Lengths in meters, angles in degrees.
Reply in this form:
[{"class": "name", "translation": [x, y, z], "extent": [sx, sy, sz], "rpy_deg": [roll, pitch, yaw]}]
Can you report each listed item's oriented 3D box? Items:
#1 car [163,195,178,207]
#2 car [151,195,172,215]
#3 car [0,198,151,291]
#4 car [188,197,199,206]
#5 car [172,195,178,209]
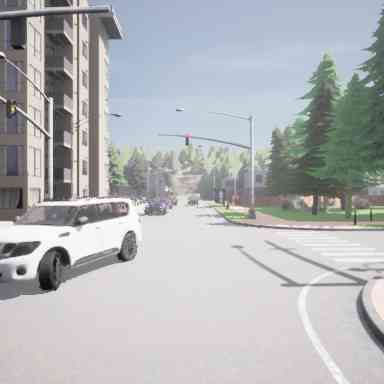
[{"class": "car", "translation": [-3.347, 1.350, 53.395], "extent": [2.097, 1.767, 4.553], "rpy_deg": [0, 0, 1]}, {"class": "car", "translation": [-3.455, 1.351, 33.300], "extent": [2.097, 1.767, 4.553], "rpy_deg": [0, 0, 0]}, {"class": "car", "translation": [-3.524, 1.224, 9.586], "extent": [2.150, 2.045, 5.566], "rpy_deg": [-2, 0, 20]}, {"class": "car", "translation": [0.225, 1.546, 55.778], "extent": [2.033, 1.411, 5.357], "rpy_deg": [0, 0, 0]}, {"class": "car", "translation": [-3.410, 1.491, 43.024], "extent": [2.128, 1.511, 4.902], "rpy_deg": [0, 0, 1]}]
